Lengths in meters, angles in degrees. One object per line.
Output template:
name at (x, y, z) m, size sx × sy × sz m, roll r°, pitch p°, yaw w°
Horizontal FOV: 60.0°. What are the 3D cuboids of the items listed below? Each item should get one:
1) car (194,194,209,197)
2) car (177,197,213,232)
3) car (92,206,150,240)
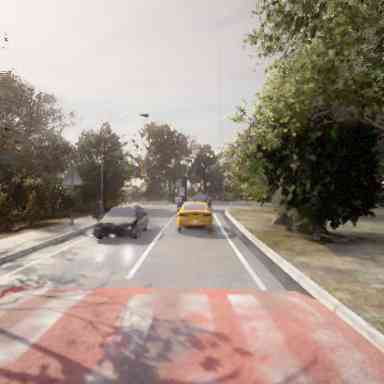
car at (1.079, 1.000, 35.327) m, size 2.097 × 1.767 × 4.553 m, roll 0°, pitch 0°, yaw 6°
car at (0.195, 1.289, 18.968) m, size 1.882 × 1.535 × 5.008 m, roll 0°, pitch 1°, yaw 1°
car at (-3.273, 1.400, 16.444) m, size 2.033 × 1.411 × 5.357 m, roll 0°, pitch 1°, yaw 1°
